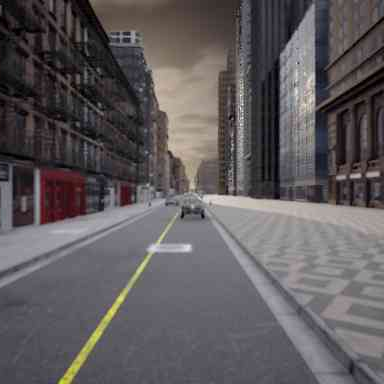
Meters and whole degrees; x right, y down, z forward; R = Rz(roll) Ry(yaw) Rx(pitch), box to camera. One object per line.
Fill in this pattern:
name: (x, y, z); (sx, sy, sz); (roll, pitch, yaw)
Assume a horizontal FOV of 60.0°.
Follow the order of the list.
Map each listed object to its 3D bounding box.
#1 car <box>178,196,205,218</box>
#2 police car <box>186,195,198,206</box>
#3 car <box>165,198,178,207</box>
car: (0.071, 1.349, 30.685); (2.097, 1.767, 4.553); (0, 0, 0)
police car: (0.006, 1.430, 57.179); (1.930, 1.638, 5.238); (0, 0, 0)
car: (-3.055, 1.566, 51.409); (1.994, 1.385, 4.181); (0, 0, 0)
